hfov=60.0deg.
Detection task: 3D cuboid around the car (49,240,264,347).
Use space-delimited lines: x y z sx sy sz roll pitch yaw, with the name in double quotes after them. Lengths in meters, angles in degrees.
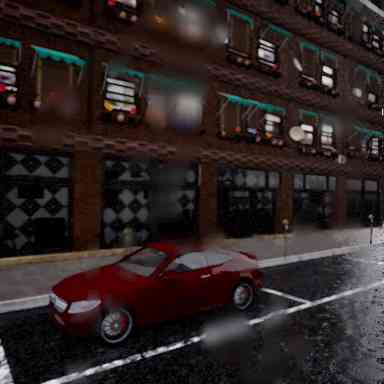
-0.421 1.617 6.309 4.206 1.307 1.802 1 0 -35 "car"
